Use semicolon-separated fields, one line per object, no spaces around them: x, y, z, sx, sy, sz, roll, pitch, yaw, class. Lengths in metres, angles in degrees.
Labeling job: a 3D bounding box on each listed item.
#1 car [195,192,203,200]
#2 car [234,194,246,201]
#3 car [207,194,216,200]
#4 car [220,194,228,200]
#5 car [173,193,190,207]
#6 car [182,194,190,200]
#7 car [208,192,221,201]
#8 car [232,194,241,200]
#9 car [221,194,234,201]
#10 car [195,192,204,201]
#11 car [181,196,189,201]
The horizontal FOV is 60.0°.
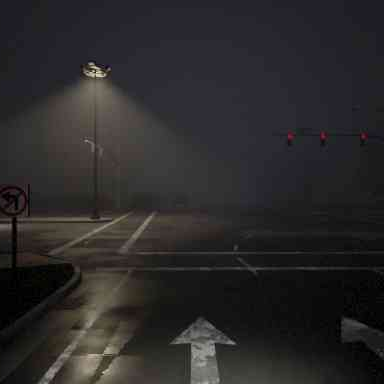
1.925;1.057;92.998;2.150;2.045;5.566;0;0;0;car
12.377;1.472;83.744;1.882;1.535;5.008;0;0;0;car
5.425;1.357;92.950;2.128;1.511;4.902;0;0;0;car
8.925;1.385;92.932;1.994;1.385;4.181;0;0;0;car
-1.788;1.221;51.984;2.150;2.045;5.566;0;0;0;car
-1.575;1.357;92.986;2.128;1.511;4.902;0;0;0;car
5.377;1.349;83.750;2.097;1.767;4.553;0;0;0;car
12.425;1.332;92.914;1.837;1.490;4.892;0;0;0;car
8.881;1.350;84.532;2.097;1.767;4.553;0;0;0;car
1.875;1.471;83.382;1.882;1.535;5.008;0;0;0;car
-1.622;1.589;83.847;1.895;1.301;4.718;0;0;0;car
